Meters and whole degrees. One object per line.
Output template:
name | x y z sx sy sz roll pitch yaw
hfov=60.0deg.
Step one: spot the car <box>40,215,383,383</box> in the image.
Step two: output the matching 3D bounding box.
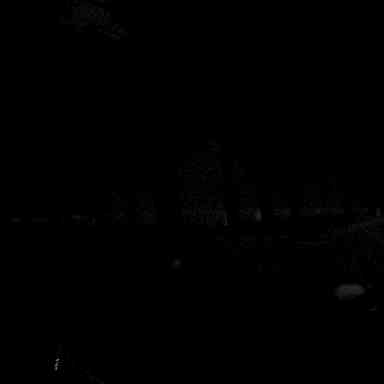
car | 1.179 1.390 4.098 5.566 2.045 2.150 0 -3 -42
